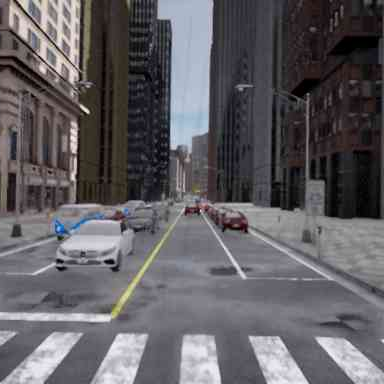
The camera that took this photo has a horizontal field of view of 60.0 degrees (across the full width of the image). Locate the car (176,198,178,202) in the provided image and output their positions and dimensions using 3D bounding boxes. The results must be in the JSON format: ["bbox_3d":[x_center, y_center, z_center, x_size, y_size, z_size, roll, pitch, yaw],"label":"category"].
[{"bbox_3d":[-5.830,2.930,94.636,1.752,1.417,4.829,1,-1,0],"label":"car"}]

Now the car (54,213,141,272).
[{"bbox_3d":[-3.095,1.675,11.534,1.812,1.442,4.674,1,-1,-2],"label":"car"}]

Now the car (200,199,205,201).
[{"bbox_3d":[2.354,2.388,61.565,2.097,1.767,4.553,1,-1,0],"label":"car"}]

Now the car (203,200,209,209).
[{"bbox_3d":[2.743,2.414,50.601,1.887,1.381,4.507,1,-1,0],"label":"car"}]

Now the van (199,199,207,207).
[{"bbox_3d":[2.711,2.733,83.752,1.690,1.788,3.998,1,-1,0],"label":"van"}]

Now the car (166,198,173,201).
[{"bbox_3d":[-5.815,2.580,72.540,1.752,1.417,4.829,1,-1,0],"label":"car"}]

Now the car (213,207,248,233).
[{"bbox_3d":[2.772,1.981,22.977,1.887,1.381,4.507,1,-1,0],"label":"car"}]

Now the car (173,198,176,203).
[{"bbox_3d":[-5.819,2.547,83.761,2.192,1.841,5.009,1,-1,0],"label":"car"}]

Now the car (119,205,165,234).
[{"bbox_3d":[-3.101,1.809,21.576,1.837,1.490,4.892,1,-1,0],"label":"car"}]

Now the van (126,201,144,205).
[{"bbox_3d":[-5.786,1.790,34.042,1.690,1.788,3.998,1,-1,0],"label":"van"}]

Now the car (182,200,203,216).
[{"bbox_3d":[0.032,2.166,42.309,1.882,1.535,5.008,1,-1,0],"label":"car"}]

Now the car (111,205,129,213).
[{"bbox_3d":[-5.782,1.821,22.991,1.887,1.381,4.507,1,-1,0],"label":"car"}]

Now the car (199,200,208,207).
[{"bbox_3d":[2.715,2.745,78.227,1.967,1.590,4.097,1,-1,0],"label":"car"}]

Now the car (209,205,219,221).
[{"bbox_3d":[2.766,2.067,28.502,1.887,1.381,4.507,1,-1,0],"label":"car"}]

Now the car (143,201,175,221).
[{"bbox_3d":[-3.100,1.956,31.835,2.128,1.511,4.902,1,-1,0],"label":"car"}]

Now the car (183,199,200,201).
[{"bbox_3d":[-0.028,2.342,52.687,2.128,1.511,4.902,1,-1,0],"label":"car"}]

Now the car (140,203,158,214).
[{"bbox_3d":[-5.797,2.204,45.087,1.802,1.307,4.206,1,-1,0],"label":"car"}]

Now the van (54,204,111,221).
[{"bbox_3d":[-5.775,1.531,17.470,1.690,1.788,3.998,1,-1,0],"label":"van"}]

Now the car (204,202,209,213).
[{"bbox_3d":[2.754,2.224,39.721,1.752,1.417,4.829,1,-1,0],"label":"car"}]

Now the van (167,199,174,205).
[{"bbox_3d":[-5.823,2.660,89.285,1.690,1.788,3.998,1,-1,0],"label":"van"}]

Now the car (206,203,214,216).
[{"bbox_3d":[2.760,2.154,34.027,1.887,1.381,4.507,1,-1,0],"label":"car"}]
